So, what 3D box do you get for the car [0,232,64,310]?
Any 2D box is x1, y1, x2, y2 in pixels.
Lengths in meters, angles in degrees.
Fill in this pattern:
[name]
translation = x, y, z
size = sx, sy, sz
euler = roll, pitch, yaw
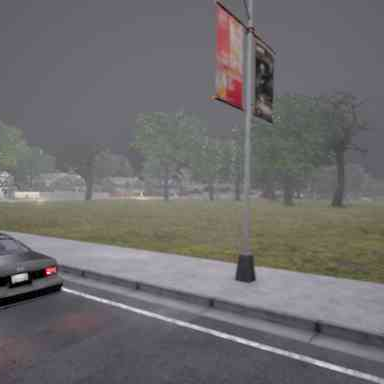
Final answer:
[car]
translation = -5.031, 1.540, 7.254
size = 5.357, 1.411, 2.033
euler = 0, 0, 36
